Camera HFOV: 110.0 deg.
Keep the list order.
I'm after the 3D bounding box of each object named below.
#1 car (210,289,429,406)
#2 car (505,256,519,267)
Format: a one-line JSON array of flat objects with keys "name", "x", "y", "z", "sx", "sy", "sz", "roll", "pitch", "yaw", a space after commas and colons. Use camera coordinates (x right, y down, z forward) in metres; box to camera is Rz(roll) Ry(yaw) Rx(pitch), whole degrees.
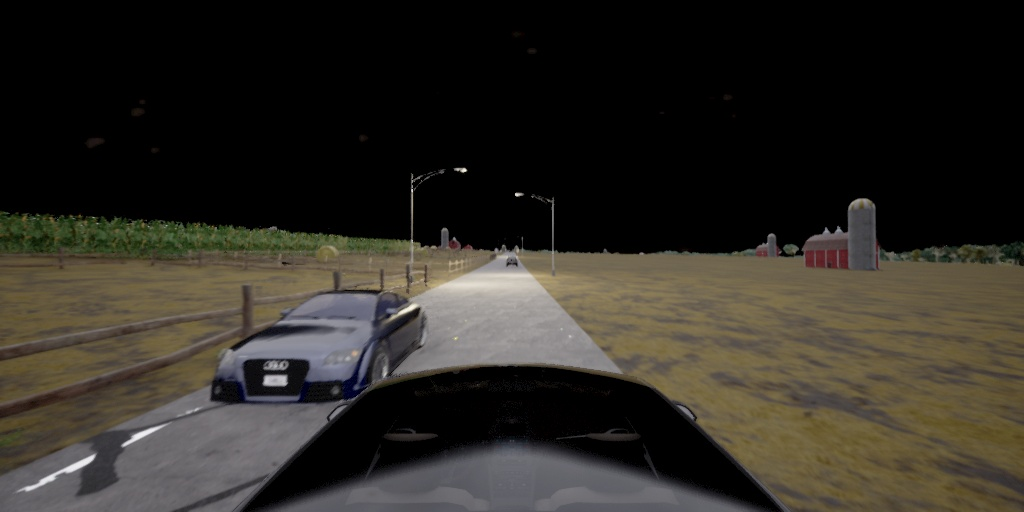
[{"name": "car", "x": -2.831, "y": 1.298, "z": 6.293, "sx": 1.994, "sy": 1.385, "sz": 4.181, "roll": 0, "pitch": 0, "yaw": 0}, {"name": "car", "x": 0.015, "y": 0.886, "z": 55.232, "sx": 1.837, "sy": 1.490, "sz": 4.892, "roll": 0, "pitch": 1, "yaw": 0}]
